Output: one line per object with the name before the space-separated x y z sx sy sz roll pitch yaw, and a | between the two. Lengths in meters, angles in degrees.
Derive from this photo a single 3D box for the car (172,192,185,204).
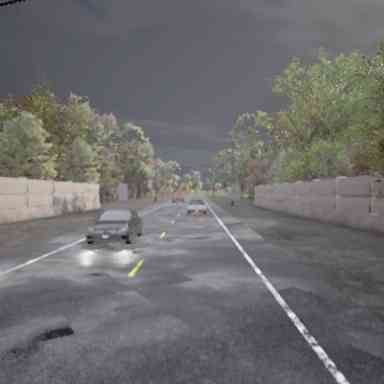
car | -2.585 1.090 62.985 2.150 2.045 5.566 0 0 2

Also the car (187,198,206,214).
car | 0.500 1.555 34.221 1.895 1.301 4.718 0 0 1

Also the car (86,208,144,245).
car | -3.389 1.495 15.442 1.812 1.442 4.674 0 0 1
